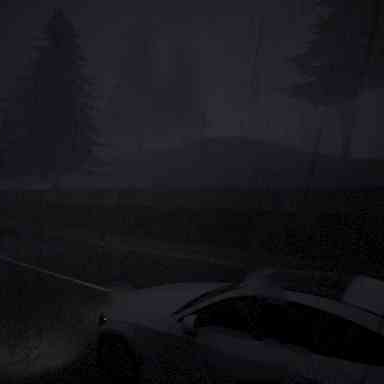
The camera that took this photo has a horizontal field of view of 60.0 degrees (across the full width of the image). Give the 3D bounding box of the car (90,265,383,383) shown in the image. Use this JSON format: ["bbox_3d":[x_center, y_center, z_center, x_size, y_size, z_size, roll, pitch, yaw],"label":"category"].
[{"bbox_3d":[0.960,1.529,3.409,4.674,1.442,1.812,0,0,36],"label":"car"}]
